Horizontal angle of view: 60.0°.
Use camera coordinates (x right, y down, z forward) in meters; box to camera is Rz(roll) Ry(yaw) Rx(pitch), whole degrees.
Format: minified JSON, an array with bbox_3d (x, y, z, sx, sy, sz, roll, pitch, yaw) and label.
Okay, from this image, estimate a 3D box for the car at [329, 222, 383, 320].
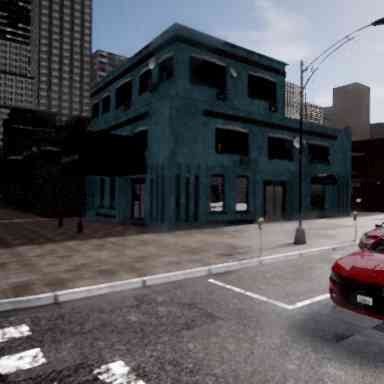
[{"bbox_3d":[4.828,1.466,6.806,5.008,1.535,1.882,0,0,-35],"label":"car"}]
